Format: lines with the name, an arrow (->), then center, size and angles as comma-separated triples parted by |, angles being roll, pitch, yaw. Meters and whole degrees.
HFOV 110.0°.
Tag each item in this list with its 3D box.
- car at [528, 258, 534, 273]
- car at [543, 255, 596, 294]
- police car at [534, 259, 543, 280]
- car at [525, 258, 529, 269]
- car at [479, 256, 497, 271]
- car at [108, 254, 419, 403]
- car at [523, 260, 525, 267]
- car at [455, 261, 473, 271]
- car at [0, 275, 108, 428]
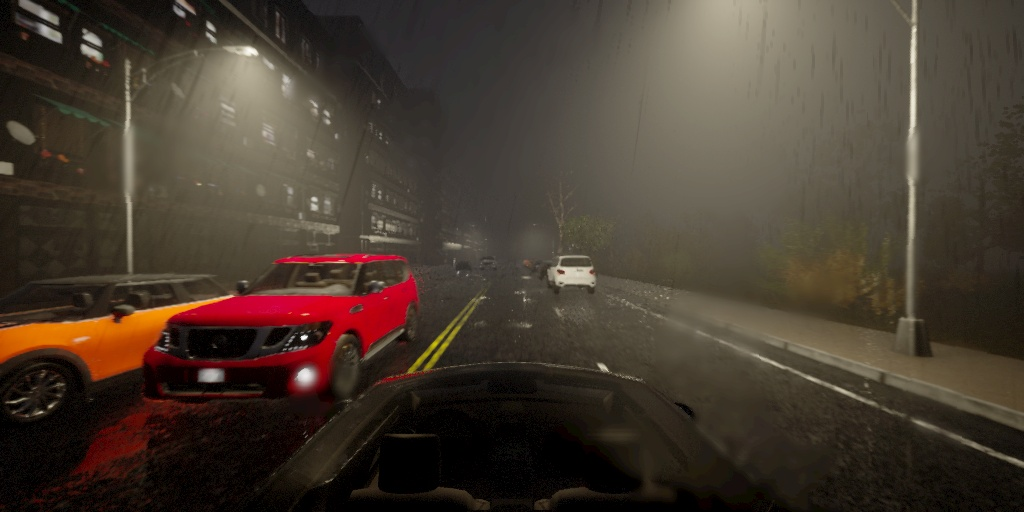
car -> 3.264, 1.277, 42.561 | 1.812, 1.442, 4.674 | 0, 0, 0
car -> 3.257, 0.971, 20.580 | 2.150, 2.045, 5.566 | 0, 0, 0
police car -> 3.262, 1.176, 31.660 | 1.930, 1.638, 5.238 | 0, 0, 0
car -> 3.270, 1.208, 53.741 | 1.801, 1.575, 5.366 | 0, 0, 0
car -> -3.280, 0.969, 50.373 | 2.150, 2.045, 5.566 | 0, 0, 1
car -> -3.343, 0.972, 6.720 | 2.150, 2.045, 5.566 | 0, 0, 0
car -> 3.274, 1.104, 64.522 | 2.097, 1.767, 4.553 | 0, 0, 0
car -> -6.531, 1.316, 49.404 | 1.994, 1.385, 4.181 | 0, 0, 1
car -> -6.594, 1.103, 5.609 | 2.097, 1.767, 4.553 | 0, 0, 0
